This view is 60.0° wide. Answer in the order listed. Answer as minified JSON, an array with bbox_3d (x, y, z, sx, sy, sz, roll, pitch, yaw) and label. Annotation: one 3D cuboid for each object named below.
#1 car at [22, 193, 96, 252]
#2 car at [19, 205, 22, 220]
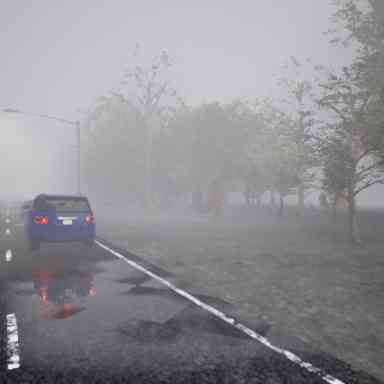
[{"bbox_3d":[-5.442,1.076,13.440,2.150,2.045,5.566,2,0,-29],"label":"car"},{"bbox_3d":[-12.209,1.323,25.624,2.033,1.411,5.357,2,0,-28],"label":"car"}]
